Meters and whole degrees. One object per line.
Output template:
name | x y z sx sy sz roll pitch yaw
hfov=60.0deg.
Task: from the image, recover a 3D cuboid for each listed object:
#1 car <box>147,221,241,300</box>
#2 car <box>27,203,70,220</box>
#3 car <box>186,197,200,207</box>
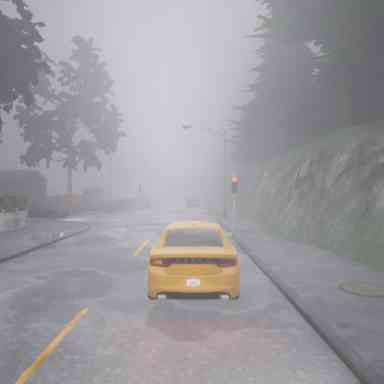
car | 0.048 1.476 8.463 1.882 1.535 5.008 0 0 1
car | -12.280 1.560 27.325 4.181 1.385 1.994 0 0 2
car | 0.090 1.470 49.814 1.882 1.535 5.008 0 0 0
